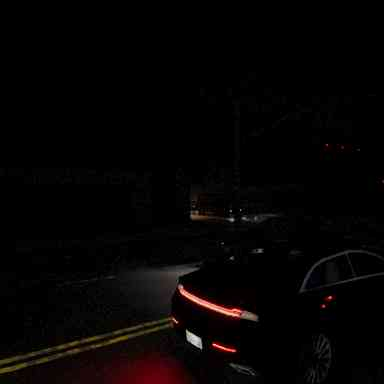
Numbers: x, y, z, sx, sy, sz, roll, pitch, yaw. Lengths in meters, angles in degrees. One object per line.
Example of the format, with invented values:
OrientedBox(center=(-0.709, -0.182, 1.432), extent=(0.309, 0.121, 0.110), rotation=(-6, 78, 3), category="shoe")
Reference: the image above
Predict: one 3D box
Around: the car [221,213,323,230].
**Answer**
OrientedBox(center=(2.957, 1.526, 10.474), extent=(4.674, 1.442, 1.812), rotation=(0, 0, -36), category="car")

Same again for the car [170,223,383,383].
OrientedBox(center=(1.998, 1.492, 5.255), extent=(4.902, 1.511, 2.128), rotation=(0, 0, -35), category="car")

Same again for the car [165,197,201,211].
OrientedBox(center=(-1.243, 1.492, 42.265), extent=(2.128, 1.511, 4.902), rotation=(0, 0, -37), category="car")

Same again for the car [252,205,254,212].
OrientedBox(center=(4.295, 1.478, 34.845), extent=(1.882, 1.535, 5.008), rotation=(0, 0, -37), category="car")

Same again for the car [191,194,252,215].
OrientedBox(center=(2.578, 1.222, 31.302), extent=(2.150, 2.045, 5.566), rotation=(0, 0, -36), category="car")
